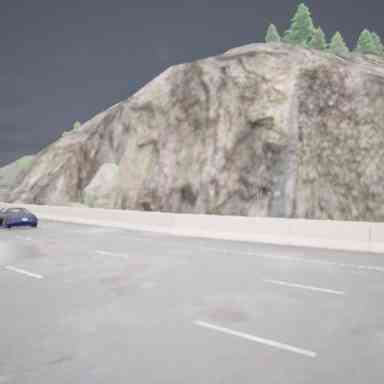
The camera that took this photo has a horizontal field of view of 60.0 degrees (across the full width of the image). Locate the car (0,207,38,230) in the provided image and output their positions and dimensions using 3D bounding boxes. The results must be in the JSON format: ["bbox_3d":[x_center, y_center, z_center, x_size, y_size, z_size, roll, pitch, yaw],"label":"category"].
[{"bbox_3d":[-12.334,1.747,22.983,4.181,1.385,1.994,0,-1,43],"label":"car"}]
